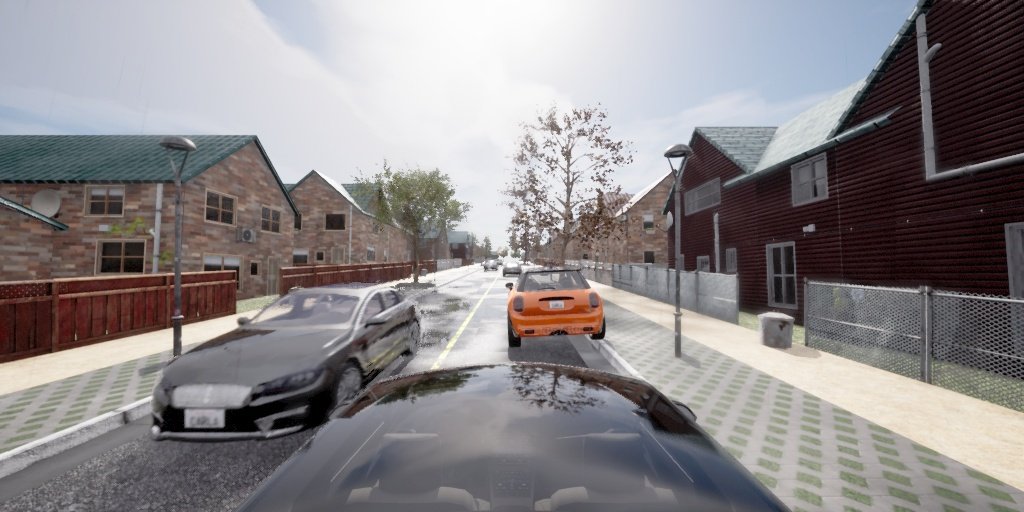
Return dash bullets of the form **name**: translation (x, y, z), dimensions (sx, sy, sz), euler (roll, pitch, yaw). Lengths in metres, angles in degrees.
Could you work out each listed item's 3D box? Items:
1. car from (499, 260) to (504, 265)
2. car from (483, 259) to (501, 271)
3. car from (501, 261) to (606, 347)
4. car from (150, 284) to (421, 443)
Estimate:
- **car**: translation (0.031, 1.360, 36.992), dimensions (1.994, 1.385, 4.181), euler (0, 0, 0)
- **car**: translation (-2.900, 1.305, 49.118), dimensions (2.128, 1.511, 4.902), euler (0, 0, 0)
- **car**: translation (0.916, 1.061, 9.500), dimensions (2.097, 1.767, 4.553), euler (-3, -1, 0)
- **car**: translation (-2.852, 1.246, 5.775), dimensions (2.128, 1.511, 4.902), euler (0, 0, 0)
